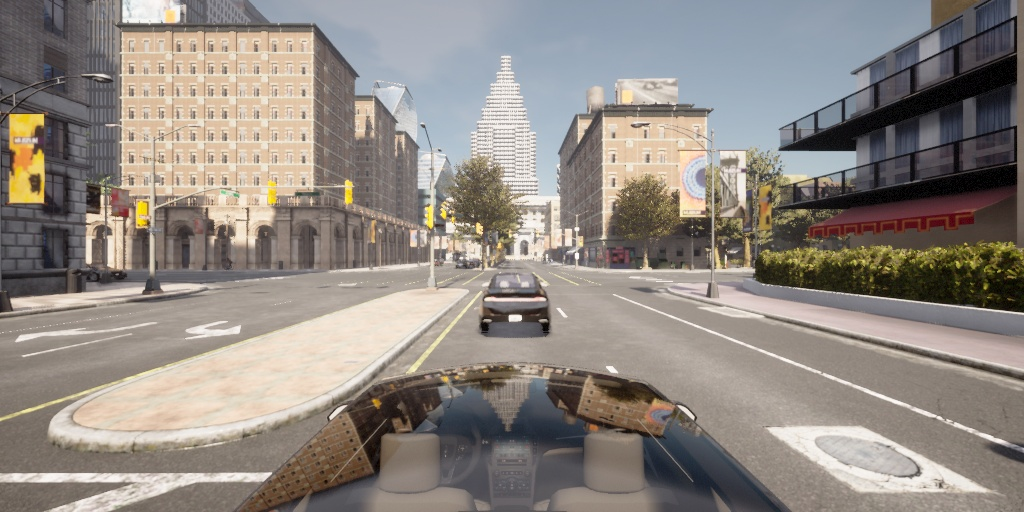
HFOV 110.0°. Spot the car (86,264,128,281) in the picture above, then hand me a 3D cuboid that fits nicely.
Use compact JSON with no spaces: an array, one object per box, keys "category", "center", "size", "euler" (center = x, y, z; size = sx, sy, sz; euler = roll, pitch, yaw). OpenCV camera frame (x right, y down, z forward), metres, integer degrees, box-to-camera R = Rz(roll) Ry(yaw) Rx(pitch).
[{"category":"car","center":[-34.163,1.323,29.205],"size":[4.181,1.385,1.994],"euler":[0,0,0]}]

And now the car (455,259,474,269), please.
[{"category":"car","center":[-8.010,1.259,58.502],"size":[2.128,1.511,4.902],"euler":[0,0,0]}]

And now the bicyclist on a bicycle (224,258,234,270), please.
[{"category":"bicyclist on a bicycle","center":[-37.244,1.065,47.159],"size":[0.582,1.620,1.656],"euler":[0,0,0]}]

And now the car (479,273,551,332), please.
[{"category":"car","center":[0.082,1.245,10.853],"size":[2.128,1.511,4.902],"euler":[0,0,0]}]
